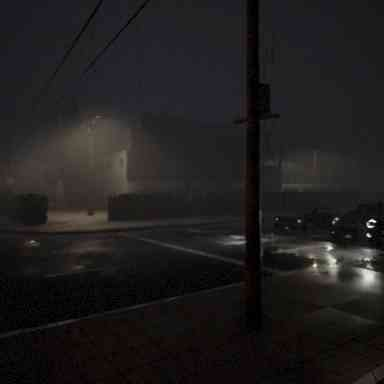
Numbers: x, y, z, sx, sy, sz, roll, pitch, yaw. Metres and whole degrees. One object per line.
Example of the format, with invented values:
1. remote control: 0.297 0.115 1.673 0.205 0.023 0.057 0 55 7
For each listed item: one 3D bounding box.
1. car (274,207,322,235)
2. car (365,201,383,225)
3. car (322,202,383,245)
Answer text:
1. car: 6.682 1.515 18.212 4.718 1.301 1.895 0 0 -34
2. car: 14.265 1.395 23.290 4.674 1.442 1.812 0 0 -34
3. car: 8.369 1.270 15.137 4.553 1.767 2.097 0 0 -34
